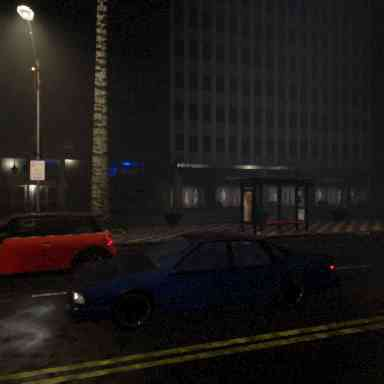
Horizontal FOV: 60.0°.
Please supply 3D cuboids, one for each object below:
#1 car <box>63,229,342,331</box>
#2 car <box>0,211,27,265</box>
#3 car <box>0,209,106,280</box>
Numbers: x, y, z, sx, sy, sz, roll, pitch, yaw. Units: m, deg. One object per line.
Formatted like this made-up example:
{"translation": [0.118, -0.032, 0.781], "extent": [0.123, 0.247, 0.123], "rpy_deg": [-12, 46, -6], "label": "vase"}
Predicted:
{"translation": [0.347, 1.547, 6.715], "extent": [5.357, 1.411, 2.033], "rpy_deg": [0, 0, -19], "label": "car"}
{"translation": [-8.174, 1.481, 10.686], "extent": [4.892, 1.521, 2.231], "rpy_deg": [0, 0, -19], "label": "car"}
{"translation": [-4.328, 1.352, 8.827], "extent": [4.553, 1.767, 2.097], "rpy_deg": [0, 0, -19], "label": "car"}
